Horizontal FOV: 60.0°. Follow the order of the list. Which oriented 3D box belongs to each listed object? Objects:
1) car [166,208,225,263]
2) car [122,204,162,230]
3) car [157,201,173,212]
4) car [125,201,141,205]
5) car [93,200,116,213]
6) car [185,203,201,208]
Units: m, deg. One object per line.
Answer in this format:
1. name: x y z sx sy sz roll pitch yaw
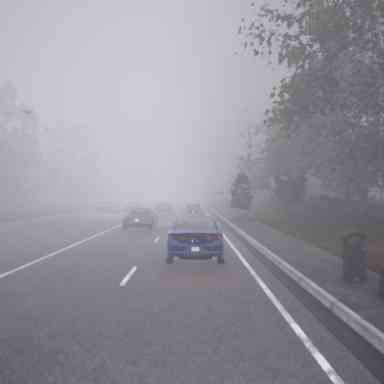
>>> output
1. car: 0.104 1.570 12.416 1.882 1.535 5.008 0 0 0
2. car: -3.393 1.731 22.392 1.994 1.385 4.181 0 0 0
3. car: -3.388 1.832 40.586 1.994 1.385 4.181 0 0 0
4. car: -7.074 1.793 40.510 1.812 1.442 4.674 0 0 0
5. car: -10.573 1.745 40.527 1.882 1.535 5.008 0 0 0
6. car: 0.109 1.772 31.266 2.033 1.411 5.357 0 0 0
